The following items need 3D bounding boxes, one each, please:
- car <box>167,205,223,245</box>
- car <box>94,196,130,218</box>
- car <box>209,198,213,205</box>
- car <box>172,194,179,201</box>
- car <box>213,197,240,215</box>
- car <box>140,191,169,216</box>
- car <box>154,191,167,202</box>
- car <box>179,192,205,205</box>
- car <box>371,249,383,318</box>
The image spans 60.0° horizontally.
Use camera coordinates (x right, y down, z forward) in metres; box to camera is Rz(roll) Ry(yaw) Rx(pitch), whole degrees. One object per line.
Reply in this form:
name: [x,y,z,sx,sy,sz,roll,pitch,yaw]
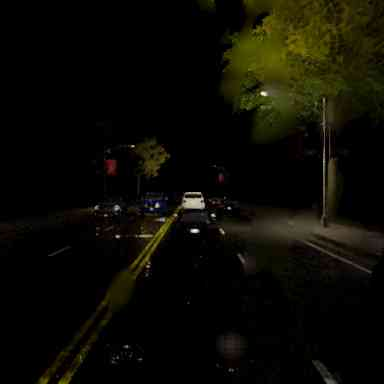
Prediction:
car: [0.110,1.475,14.950,1.994,1.385,4.181,0,0,0]
car: [-6.580,1.194,27.619,2.097,1.767,4.553,0,0,0]
car: [3.306,1.315,43.050,2.033,1.411,5.357,0,0,1]
car: [-3.204,1.123,70.168,1.994,1.385,4.181,0,0,0]
car: [3.346,1.387,31.523,1.994,1.385,4.181,0,0,1]
car: [-3.329,1.052,30.241,2.150,2.045,5.566,0,0,0]
car: [-6.456,0.830,68.064,2.150,2.045,5.566,0,0,0]
car: [0.121,1.036,33.174,2.150,2.045,5.566,0,0,0]
car: [4.227,1.204,3.484,2.150,2.045,5.566,0,0,0]
